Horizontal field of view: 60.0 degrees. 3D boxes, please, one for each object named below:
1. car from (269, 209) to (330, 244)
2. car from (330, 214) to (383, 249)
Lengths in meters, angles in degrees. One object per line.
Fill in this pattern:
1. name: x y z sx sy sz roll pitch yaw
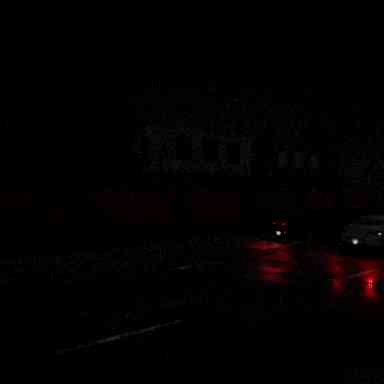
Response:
1. car: 5.955 1.644 16.710 4.892 1.490 1.837 0 0 -35
2. car: 8.061 1.663 13.911 4.674 1.442 1.812 0 0 -35
